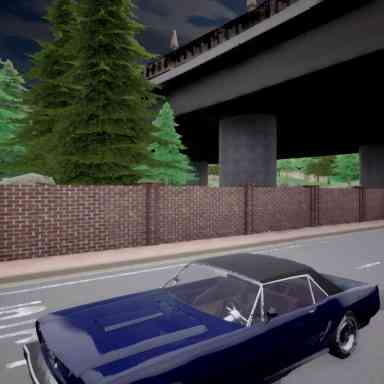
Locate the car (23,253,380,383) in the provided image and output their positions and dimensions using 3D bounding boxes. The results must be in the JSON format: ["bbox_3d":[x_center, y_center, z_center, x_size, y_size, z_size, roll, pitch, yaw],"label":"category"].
[{"bbox_3d":[0.477,1.601,4.372,4.718,1.301,1.895,0,0,-37],"label":"car"}]
